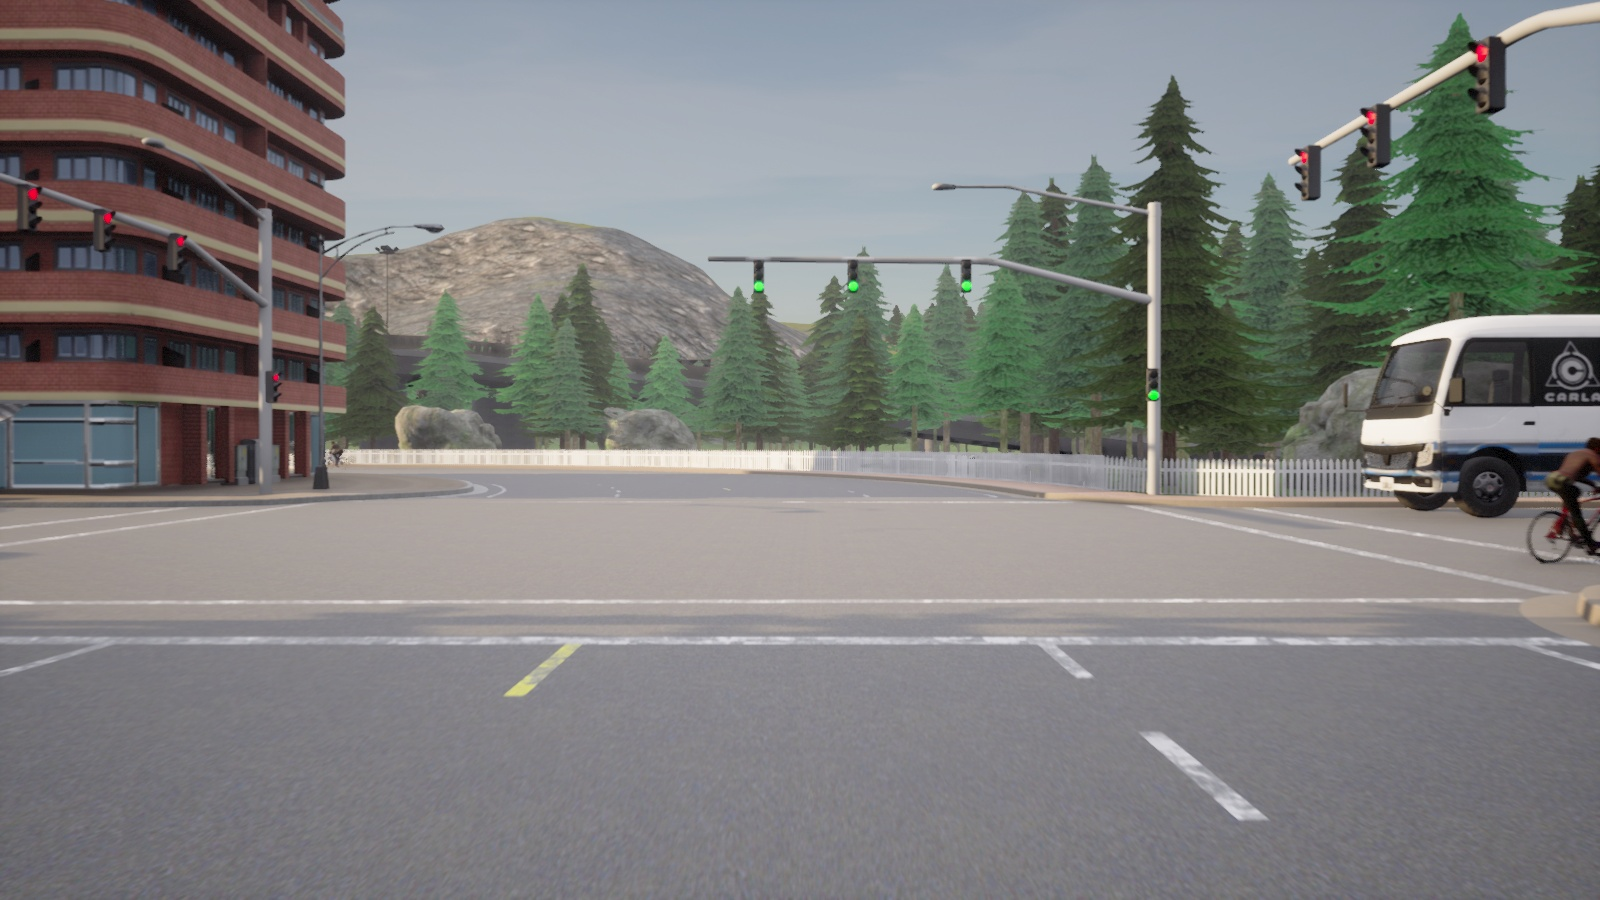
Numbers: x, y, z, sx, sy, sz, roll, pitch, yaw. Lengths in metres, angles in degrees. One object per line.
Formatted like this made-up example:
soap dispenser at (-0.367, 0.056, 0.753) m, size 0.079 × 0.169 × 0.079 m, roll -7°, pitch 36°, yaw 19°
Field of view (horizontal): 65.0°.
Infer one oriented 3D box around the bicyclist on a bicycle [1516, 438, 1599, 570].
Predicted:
bicyclist on a bicycle at (10.082, 0.673, 15.994) m, size 1.656 × 1.620 × 0.582 m, roll 0°, pitch 1°, yaw -11°

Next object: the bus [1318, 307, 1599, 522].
bus at (17.028, -0.712, 26.847) m, size 10.273 × 4.253 × 3.944 m, roll 0°, pitch 0°, yaw 1°
